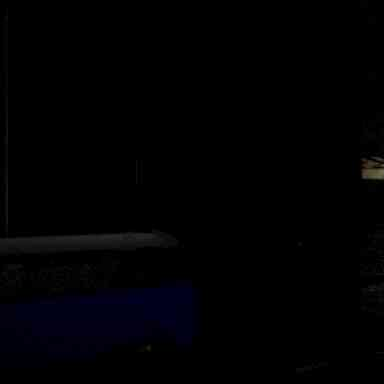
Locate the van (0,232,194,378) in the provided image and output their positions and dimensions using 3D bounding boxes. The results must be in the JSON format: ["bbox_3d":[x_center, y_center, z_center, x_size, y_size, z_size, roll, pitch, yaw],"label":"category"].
[{"bbox_3d":[-1.961,1.497,4.504,3.998,1.788,1.690,0,-2,-21],"label":"van"}]
